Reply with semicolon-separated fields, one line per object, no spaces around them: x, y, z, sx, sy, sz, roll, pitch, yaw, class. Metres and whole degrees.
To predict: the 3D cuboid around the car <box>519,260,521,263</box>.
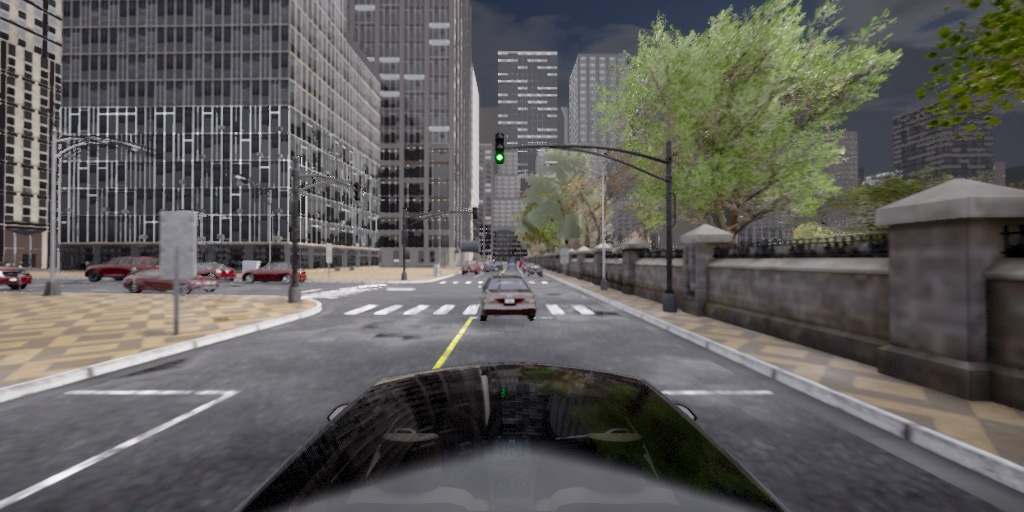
2.575;1.842;63.238;1.751;1.417;4.829;0;0;0;car

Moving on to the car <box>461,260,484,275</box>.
-5.308;1.482;46.443;2.192;1.841;5.009;0;0;0;car

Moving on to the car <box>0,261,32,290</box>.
-28.817;0.902;18.956;5.009;1.841;2.192;0;0;1;car

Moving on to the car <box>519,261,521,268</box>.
2.574;1.833;57.523;1.948;1.339;4.313;0;0;0;car

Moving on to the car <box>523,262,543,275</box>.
2.572;1.667;40.888;2.007;1.370;4.403;0;0;0;car

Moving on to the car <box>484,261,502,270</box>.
-2.820;1.777;51.534;1.994;1.385;4.181;0;0;0;car

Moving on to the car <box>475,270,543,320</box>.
-0.259;1.407;13.159;2.033;1.411;5.357;0;-1;-4;car

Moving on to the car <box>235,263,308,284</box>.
-17.620;1.232;26.609;4.097;1.591;1.967;0;0;1;car

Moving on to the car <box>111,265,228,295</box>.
-17.765;1.299;18.730;4.207;1.307;1.802;0;0;1;car

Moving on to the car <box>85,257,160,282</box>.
-28.672;0.978;26.835;5.009;1.841;2.192;0;0;1;car

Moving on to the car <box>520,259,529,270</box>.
2.574;1.657;51.978;1.967;1.591;4.097;0;0;0;car

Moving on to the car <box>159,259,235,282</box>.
-23.146;1.168;26.722;4.097;1.591;1.967;0;0;1;car
